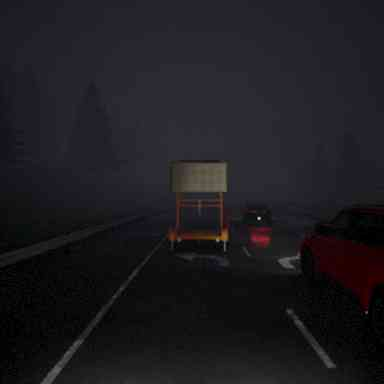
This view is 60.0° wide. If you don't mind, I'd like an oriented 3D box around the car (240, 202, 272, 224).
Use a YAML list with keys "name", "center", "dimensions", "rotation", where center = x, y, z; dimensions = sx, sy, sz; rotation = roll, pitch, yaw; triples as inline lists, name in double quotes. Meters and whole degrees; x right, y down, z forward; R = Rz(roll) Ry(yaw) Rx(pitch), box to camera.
- name: "car"
  center: [4.684, 1.487, 24.608]
  dimensions: [1.837, 1.490, 4.892]
  rotation: [0, 0, 4]

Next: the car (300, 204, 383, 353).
- name: "car"
  center: [3.733, 1.218, 6.048]
  dimensions: [2.150, 2.045, 5.566]
  rotation: [0, 0, 2]

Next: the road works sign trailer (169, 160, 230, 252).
- name: "road works sign trailer"
  center: [0.324, 0.454, 13.985]
  dimensions: [2.380, 3.560, 2.880]
  rotation: [0, 0, 4]
